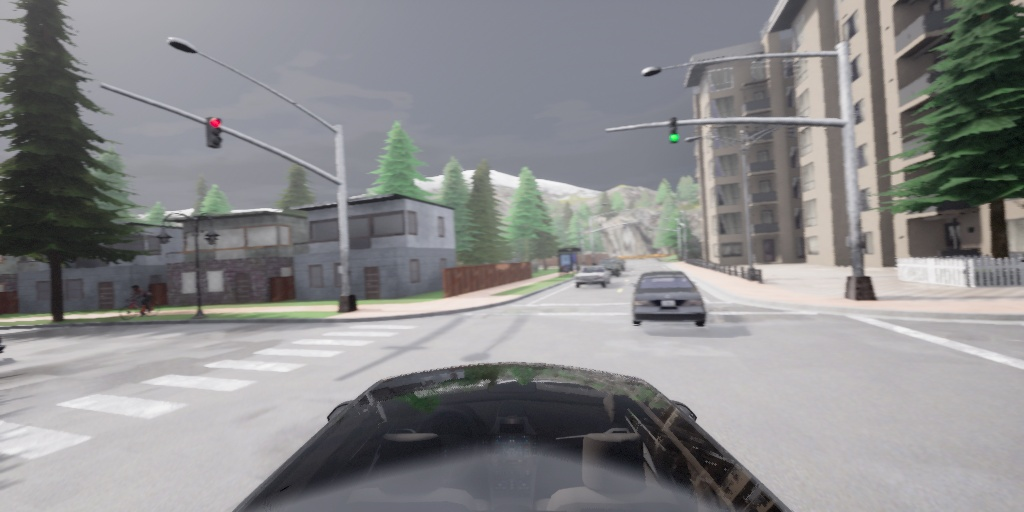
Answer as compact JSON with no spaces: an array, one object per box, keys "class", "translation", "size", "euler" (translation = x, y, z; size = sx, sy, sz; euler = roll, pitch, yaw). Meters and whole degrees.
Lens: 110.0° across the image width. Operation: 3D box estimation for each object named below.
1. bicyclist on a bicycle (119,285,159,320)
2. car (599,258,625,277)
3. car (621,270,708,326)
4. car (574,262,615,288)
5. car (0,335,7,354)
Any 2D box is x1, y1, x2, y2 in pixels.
[{"class":"bicyclist on a bicycle","translation":[-18.300,2.250,17.627],"size":[0.582,1.620,1.656],"euler":[-3,-1,10]},{"class":"car","translation":[8.774,0.980,32.713],"size":[2.097,1.767,4.553],"euler":[-3,-1,21]},{"class":"car","translation":[4.603,1.151,10.918],"size":[2.033,1.411,5.357],"euler":[-3,-1,20]},{"class":"car","translation":[5.342,1.311,23.479],"size":[1.895,1.301,4.718],"euler":[-3,-1,20]},{"class":"car","translation":[-16.339,2.287,9.449],"size":[5.357,1.411,2.033],"euler":[-3,-1,14]}]
